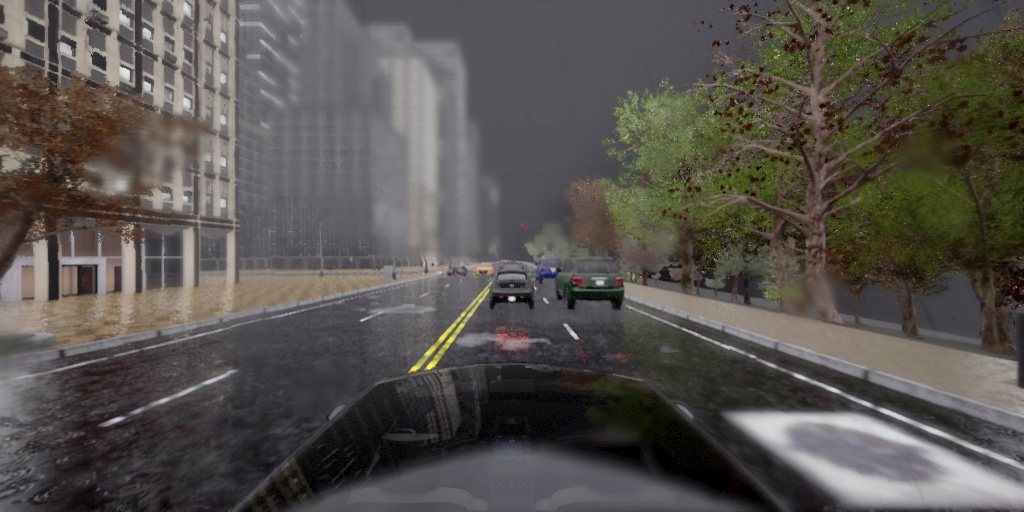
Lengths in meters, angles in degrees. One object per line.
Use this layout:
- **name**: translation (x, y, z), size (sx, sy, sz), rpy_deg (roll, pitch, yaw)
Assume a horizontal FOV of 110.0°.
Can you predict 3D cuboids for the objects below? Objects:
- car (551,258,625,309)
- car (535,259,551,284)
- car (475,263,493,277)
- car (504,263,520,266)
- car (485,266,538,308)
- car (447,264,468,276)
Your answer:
- **car**: translation (3.248, 1.100, 15.878), size (2.150, 2.045, 5.566), rpy_deg (0, 0, 0)
- **car**: translation (3.246, 1.244, 30.880), size (2.150, 2.045, 5.566), rpy_deg (0, 0, 0)
- **car**: translation (-3.263, 1.623, 43.110), size (1.882, 1.535, 5.008), rpy_deg (0, -1, 0)
- **car**: translation (-0.002, 1.378, 30.927), size (2.097, 1.767, 4.553), rpy_deg (0, -1, 0)
- **car**: translation (0.001, 1.394, 16.144), size (1.837, 1.490, 4.892), rpy_deg (0, 0, 0)
- **car**: translation (-6.512, 1.711, 43.243), size (1.994, 1.385, 4.181), rpy_deg (0, -1, 0)
